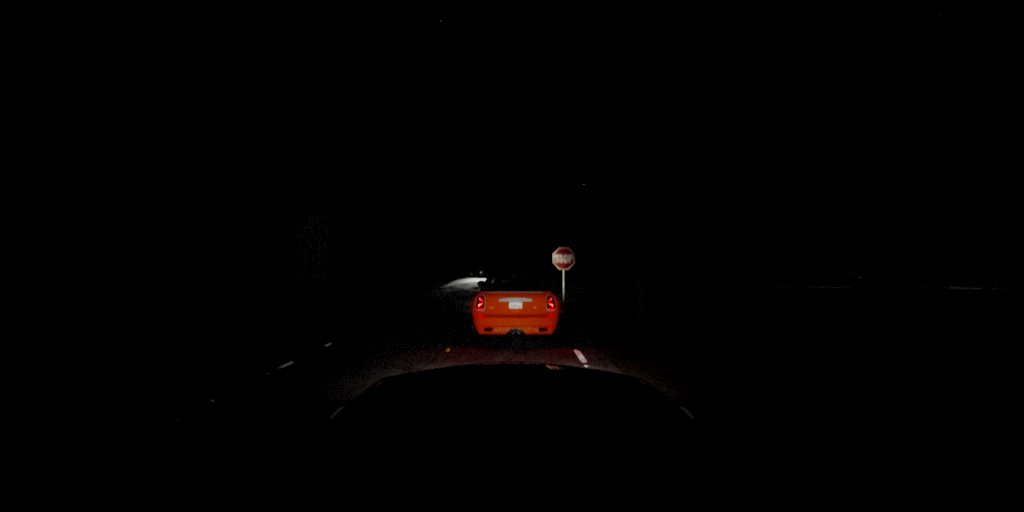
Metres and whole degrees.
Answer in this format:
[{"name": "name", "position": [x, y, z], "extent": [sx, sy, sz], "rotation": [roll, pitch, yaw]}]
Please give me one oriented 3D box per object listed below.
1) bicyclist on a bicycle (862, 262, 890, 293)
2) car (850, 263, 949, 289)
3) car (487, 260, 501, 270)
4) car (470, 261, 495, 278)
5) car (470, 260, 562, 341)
[{"name": "bicyclist on a bicycle", "position": [19.882, 1.158, 19.560], "extent": [0.582, 1.620, 1.656], "rotation": [0, 0, 0]}, {"name": "car", "position": [24.398, 1.238, 22.631], "extent": [5.008, 1.535, 1.882], "rotation": [0, -2, 0]}, {"name": "car", "position": [-2.899, 1.441, 58.959], "extent": [2.128, 1.511, 4.902], "rotation": [0, 0, 1]}, {"name": "car", "position": [-2.906, 1.298, 36.143], "extent": [2.128, 1.511, 4.902], "rotation": [0, 0, 0]}, {"name": "car", "position": [0.081, 1.106, 10.004], "extent": [2.097, 1.767, 4.553], "rotation": [0, 0, 0]}]
